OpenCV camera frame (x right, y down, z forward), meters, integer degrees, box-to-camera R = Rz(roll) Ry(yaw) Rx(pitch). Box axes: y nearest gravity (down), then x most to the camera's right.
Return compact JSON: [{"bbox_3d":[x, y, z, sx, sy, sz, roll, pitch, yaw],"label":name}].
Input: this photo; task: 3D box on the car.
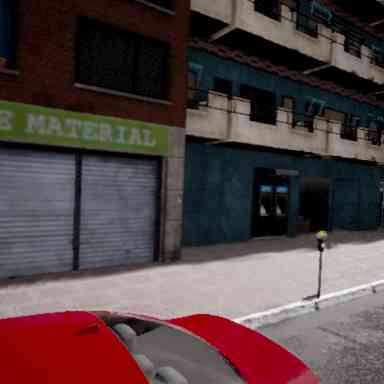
[{"bbox_3d":[-1.238,1.459,1.552,4.507,1.381,1.887,1,2,-34],"label":"car"}]
